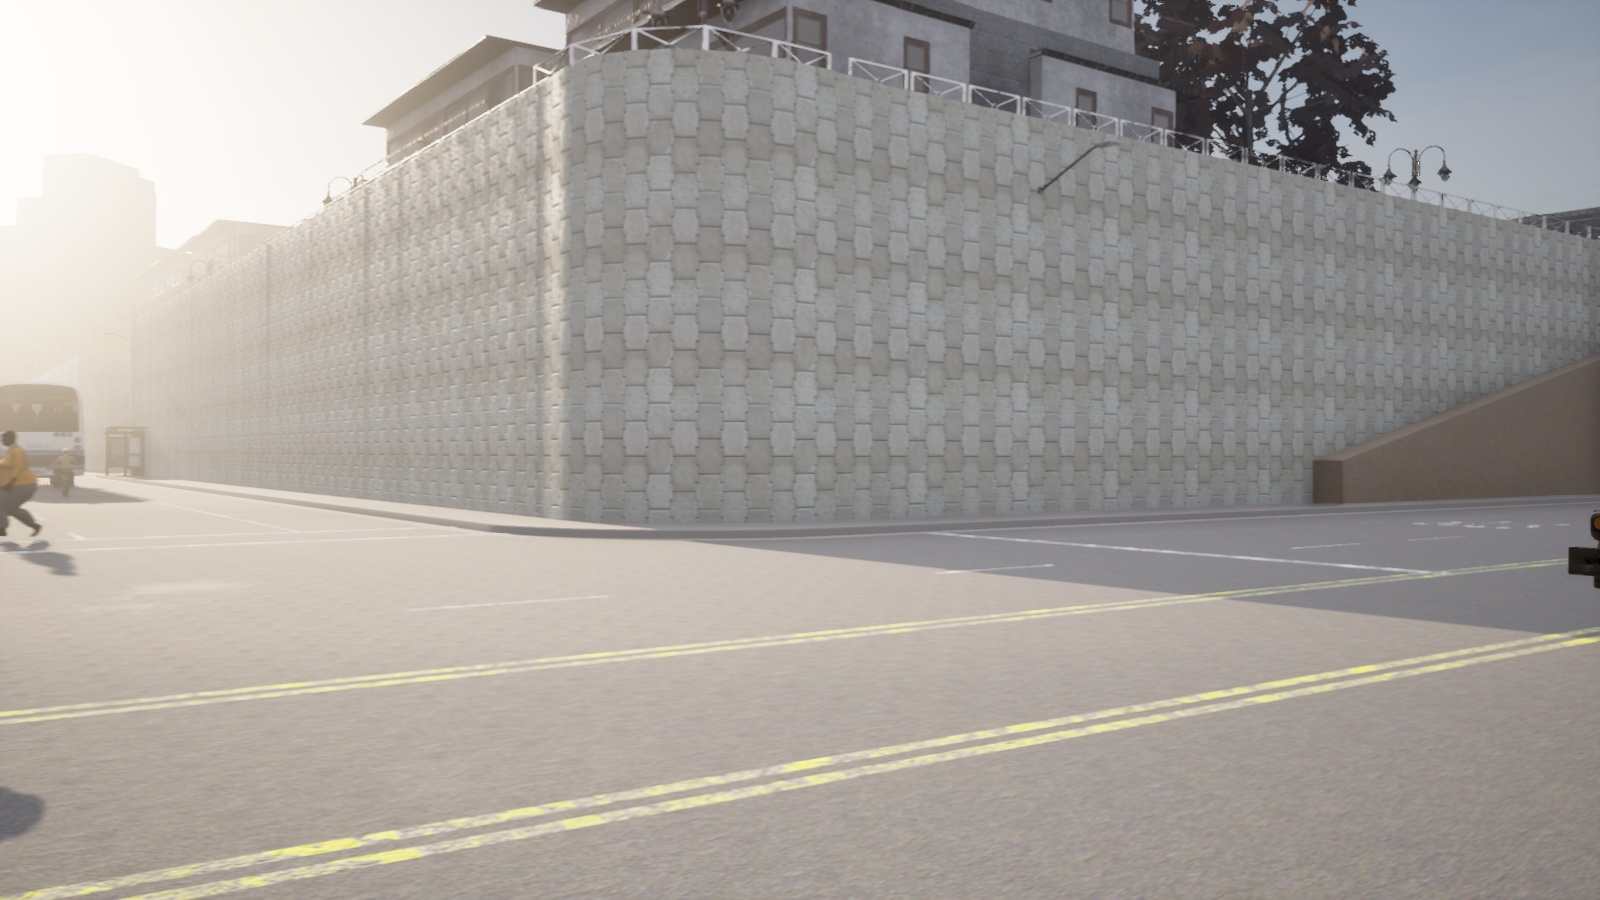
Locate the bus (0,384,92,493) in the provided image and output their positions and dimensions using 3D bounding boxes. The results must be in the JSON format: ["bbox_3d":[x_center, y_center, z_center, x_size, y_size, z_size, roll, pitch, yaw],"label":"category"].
[{"bbox_3d":[-33.072,-0.430,53.607,3.944,4.253,10.273,0,0,-35],"label":"bus"}]

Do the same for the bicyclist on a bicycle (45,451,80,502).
[{"bbox_3d":[-23.919,0.832,40.711,0.866,1.612,1.509,0,0,-35],"label":"bicyclist on a bicycle"}]

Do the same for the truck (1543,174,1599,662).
[{"bbox_3d":[9.545,-0.232,10.308,7.936,3.462,2.891,0,0,-35],"label":"truck"}]

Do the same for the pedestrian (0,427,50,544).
[{"bbox_3d":[-12.905,0.567,20.511,0.874,1.855,0.900,0,0,41],"label":"pedestrian"}]
